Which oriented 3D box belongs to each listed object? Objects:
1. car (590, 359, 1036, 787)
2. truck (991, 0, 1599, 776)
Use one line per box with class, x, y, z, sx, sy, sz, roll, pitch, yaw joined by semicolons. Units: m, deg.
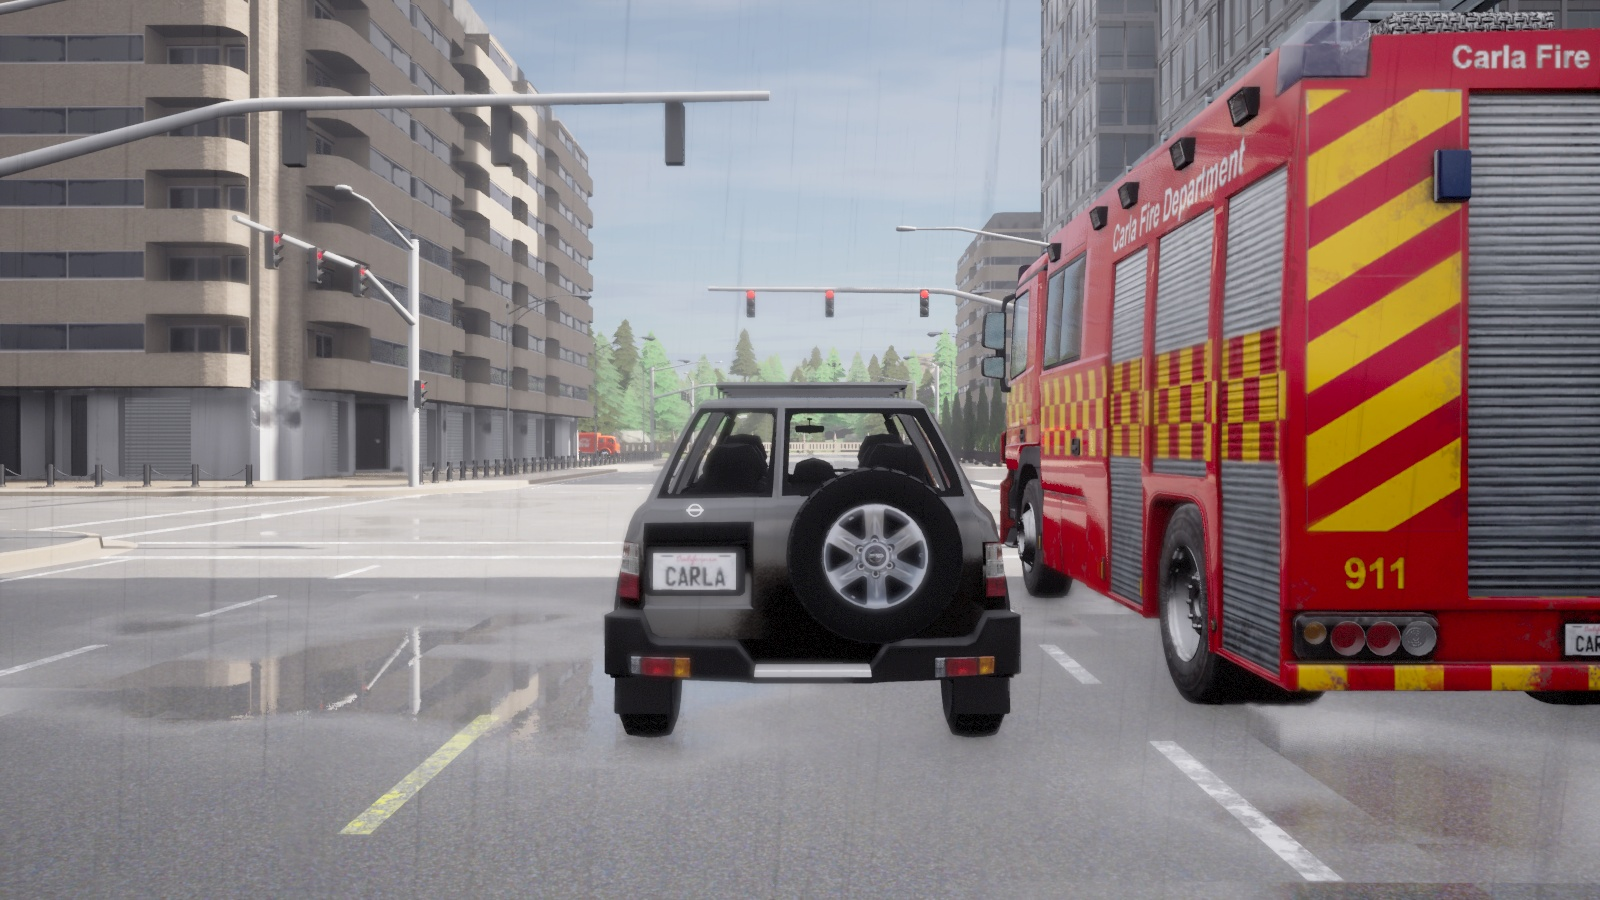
car;0.061;0.520;7.741;1.932;1.855;4.605;0;0;0
truck;3.573;-0.471;9.880;2.891;3.827;8.468;0;0;0
